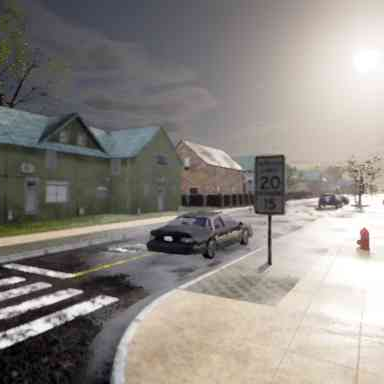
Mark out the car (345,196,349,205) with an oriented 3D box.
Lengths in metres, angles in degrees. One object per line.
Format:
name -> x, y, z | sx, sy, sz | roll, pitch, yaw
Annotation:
car -> 21.060, 1.026, 47.184 | 1.994, 1.385, 4.181 | 0, 0, 30

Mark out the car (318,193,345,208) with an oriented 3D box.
car -> 16.026, 0.901, 38.518 | 2.097, 1.767, 4.553 | 0, 0, 31

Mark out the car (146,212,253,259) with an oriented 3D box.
car -> 0.539, 1.427, 12.231 | 2.033, 1.411, 5.357 | 0, 1, 30
